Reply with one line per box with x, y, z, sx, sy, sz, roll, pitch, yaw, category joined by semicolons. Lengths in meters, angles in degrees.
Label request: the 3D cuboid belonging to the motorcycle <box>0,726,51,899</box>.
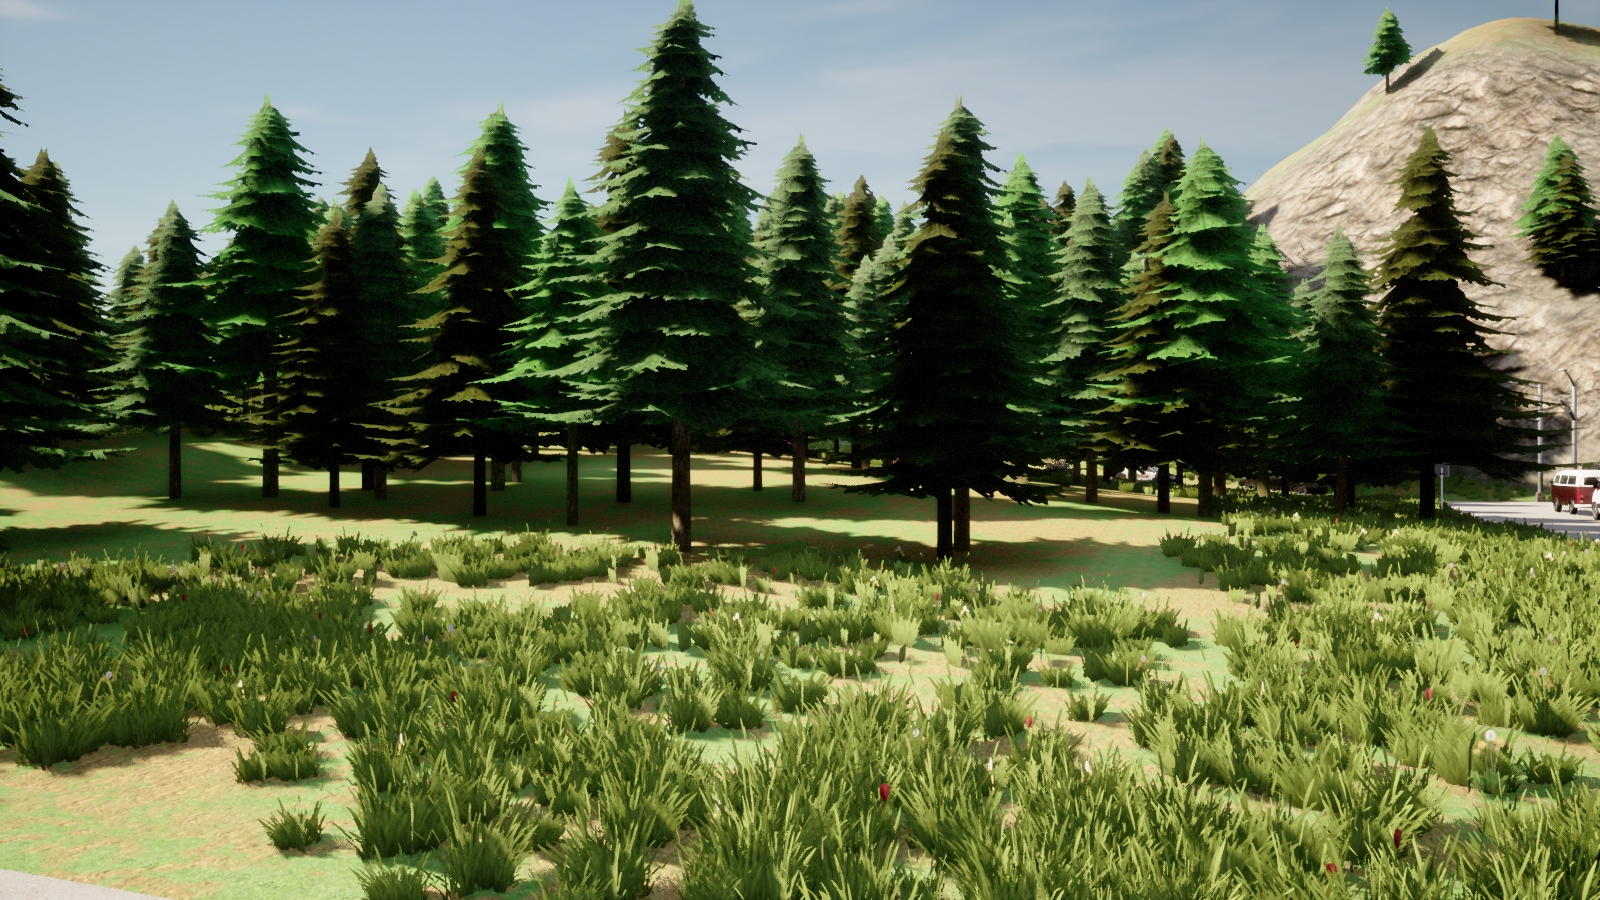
-4.454;1.961;4.952;2.209;1.460;0.867;0;0;20;motorcycle

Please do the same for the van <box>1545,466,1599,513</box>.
36.159;1.782;52.642;2.069;2.038;4.480;0;0;20;van

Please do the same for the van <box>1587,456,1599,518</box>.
33.726;1.534;45.978;1.988;2.561;5.915;0;0;20;van
